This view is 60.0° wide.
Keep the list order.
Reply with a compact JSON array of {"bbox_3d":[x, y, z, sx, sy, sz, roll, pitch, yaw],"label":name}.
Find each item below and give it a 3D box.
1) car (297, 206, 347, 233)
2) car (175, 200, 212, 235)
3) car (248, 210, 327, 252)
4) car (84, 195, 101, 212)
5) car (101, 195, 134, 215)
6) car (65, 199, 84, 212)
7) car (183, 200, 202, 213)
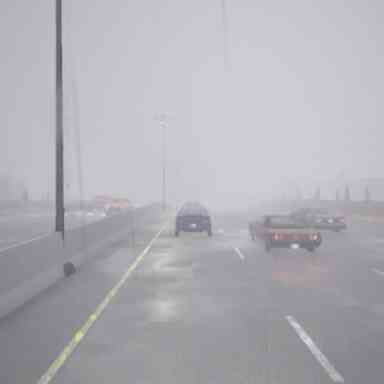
[{"bbox_3d":[7.066,1.531,19.465,2.033,1.411,5.357,0,0,0],"label":"car"},{"bbox_3d":[0.067,1.467,18.604,1.882,1.535,5.008,0,0,0],"label":"car"},{"bbox_3d":[3.577,1.590,13.742,1.895,1.301,4.718,0,0,0],"label":"car"},{"bbox_3d":[-10.659,1.317,39.749,2.150,2.045,5.566,0,-2,0],"label":"car"},{"bbox_3d":[-7.152,1.343,32.953,2.097,1.767,4.553,0,0,0],"label":"car"},{"bbox_3d":[-14.157,1.631,41.564,1.882,1.535,5.008,0,-2,0],"label":"car"},{"bbox_3d":[0.034,1.592,37.311,1.994,1.385,4.181,0,-1,0],"label":"car"}]
